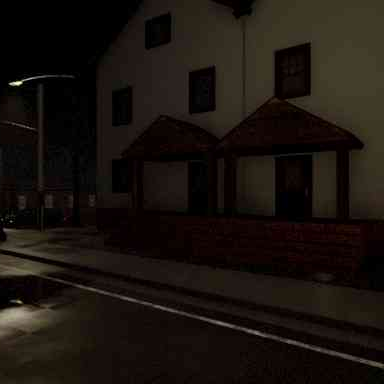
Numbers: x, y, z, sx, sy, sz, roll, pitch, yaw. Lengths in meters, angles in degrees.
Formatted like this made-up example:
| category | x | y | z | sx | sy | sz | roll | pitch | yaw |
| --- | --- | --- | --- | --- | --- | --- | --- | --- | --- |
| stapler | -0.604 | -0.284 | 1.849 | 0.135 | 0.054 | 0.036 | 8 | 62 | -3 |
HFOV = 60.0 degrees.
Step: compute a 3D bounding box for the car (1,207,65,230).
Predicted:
| category | x | y | z | sx | sy | sz | roll | pitch | yaw |
| --- | --- | --- | --- | --- | --- | --- | --- | --- | --- |
| car | -14.227 | 2.400 | 30.139 | 2.150 | 2.045 | 5.566 | 0 | -9 | 36 |
